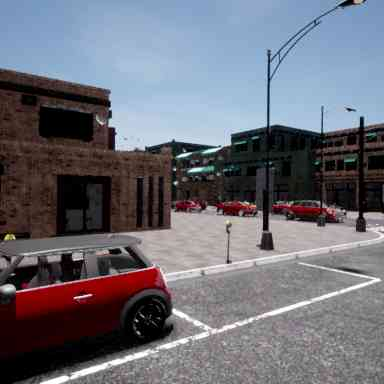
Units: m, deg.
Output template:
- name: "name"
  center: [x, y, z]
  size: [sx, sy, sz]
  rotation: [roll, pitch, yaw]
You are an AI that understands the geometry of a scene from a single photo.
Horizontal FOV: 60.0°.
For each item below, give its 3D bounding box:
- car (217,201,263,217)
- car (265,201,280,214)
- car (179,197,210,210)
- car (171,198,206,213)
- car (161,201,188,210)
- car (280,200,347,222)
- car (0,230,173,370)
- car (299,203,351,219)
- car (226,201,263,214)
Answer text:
- name: "car"
  center: [4.637, 1.692, 34.525]
  size: [1.882, 1.535, 5.008]
  rotation: [1, -1, -35]
- name: "car"
  center: [9.799, 1.739, 37.235]
  size: [1.967, 1.590, 4.097]
  rotation: [0, -1, -35]
- name: "car"
  center: [0.304, 1.773, 50.907]
  size: [2.192, 1.841, 5.009]
  rotation: [0, -1, -35]
- name: "car"
  center: [-0.639, 1.829, 42.130]
  size: [1.812, 1.442, 4.674]
  rotation: [1, -1, -35]
- name: "car"
  center: [-2.674, 2.032, 50.658]
  size: [1.895, 1.301, 4.718]
  rotation: [1, -1, -35]
- name: "car"
  center: [9.897, 1.479, 27.001]
  size: [2.097, 1.767, 4.553]
  rotation: [1, -1, -35]
- name: "car"
  center: [-2.388, 1.441, 4.841]
  size: [4.097, 1.590, 1.967]
  rotation: [0, 1, -35]
- name: "car"
  center: [12.963, 1.812, 32.676]
  size: [1.947, 1.339, 4.313]
  rotation: [0, -1, -35]
- name: "car"
  center: [6.537, 1.879, 41.930]
  size: [1.752, 1.417, 4.829]
  rotation: [0, -1, -35]
